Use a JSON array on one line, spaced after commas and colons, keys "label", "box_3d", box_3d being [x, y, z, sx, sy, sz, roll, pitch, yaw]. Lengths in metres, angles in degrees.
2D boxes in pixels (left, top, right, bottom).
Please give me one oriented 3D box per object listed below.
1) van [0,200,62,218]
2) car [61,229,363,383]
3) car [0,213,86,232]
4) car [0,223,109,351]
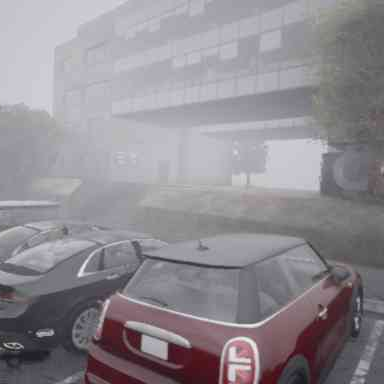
[{"label": "van", "box_3d": [-5.963, 1.239, 9.391, 1.878, 1.987, 4.442, 0, 0, 36]}, {"label": "car", "box_3d": [0.907, 1.352, 4.595, 2.185, 1.767, 4.553, 0, 0, 36]}, {"label": "car", "box_3d": [-3.618, 1.470, 7.869, 2.231, 1.521, 4.892, 0, 0, 36]}, {"label": "car", "box_3d": [-1.350, 1.474, 6.237, 2.231, 1.521, 4.892, 0, 0, 35]}]
